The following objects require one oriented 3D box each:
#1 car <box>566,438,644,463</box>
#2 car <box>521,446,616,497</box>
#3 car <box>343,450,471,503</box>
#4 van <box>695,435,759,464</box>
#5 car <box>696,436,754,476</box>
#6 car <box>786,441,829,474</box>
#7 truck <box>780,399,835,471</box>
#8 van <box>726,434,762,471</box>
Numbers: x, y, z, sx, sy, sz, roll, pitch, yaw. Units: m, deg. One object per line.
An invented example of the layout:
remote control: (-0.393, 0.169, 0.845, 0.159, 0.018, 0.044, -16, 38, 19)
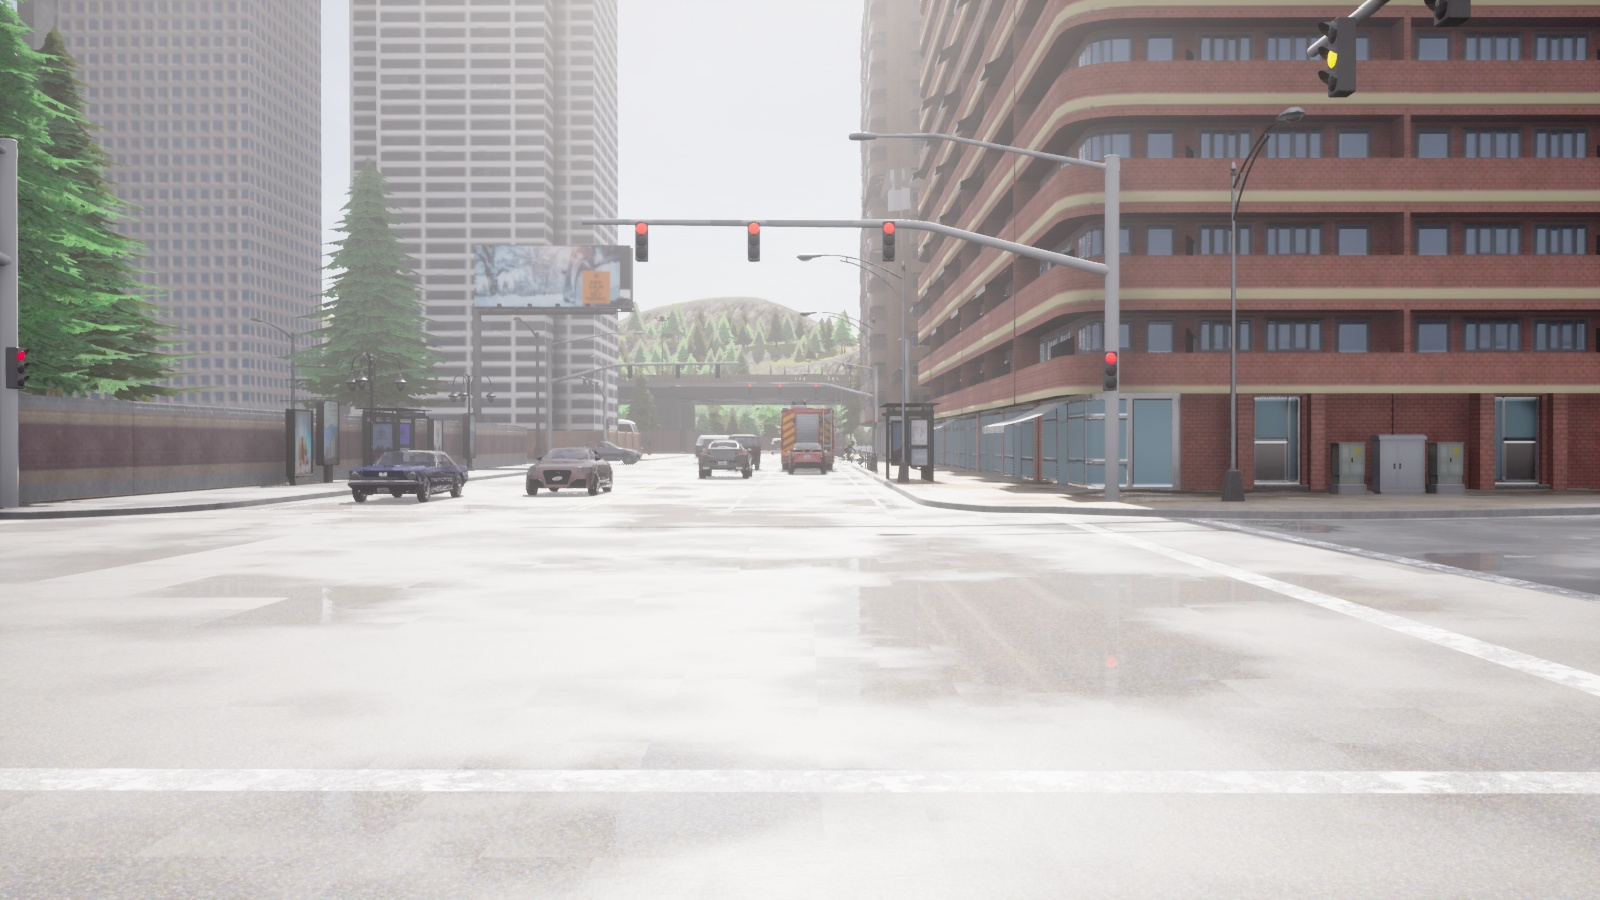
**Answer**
car: (-13.382, 0.026, 86.528, 5.027, 1.651, 2.152, 0, 0, 1)
car: (-6.770, 0.595, 37.184, 1.994, 1.385, 4.181, 0, 0, 1)
car: (-10.299, 0.651, 33.270, 1.895, 1.301, 4.718, 0, 0, 0)
van: (-5.207, -0.042, 89.938, 4.480, 2.038, 2.069, 0, 0, 1)
car: (-3.181, 0.216, 54.241, 2.152, 1.651, 5.027, 0, 0, 0)
car: (0.355, 0.351, 60.665, 2.007, 1.525, 4.514, 0, 0, 0)
truck: (0.412, -0.817, 70.674, 2.891, 3.827, 8.468, 0, 0, 0)
van: (-3.095, 0.104, 69.619, 1.775, 1.987, 4.442, 0, 0, 0)
